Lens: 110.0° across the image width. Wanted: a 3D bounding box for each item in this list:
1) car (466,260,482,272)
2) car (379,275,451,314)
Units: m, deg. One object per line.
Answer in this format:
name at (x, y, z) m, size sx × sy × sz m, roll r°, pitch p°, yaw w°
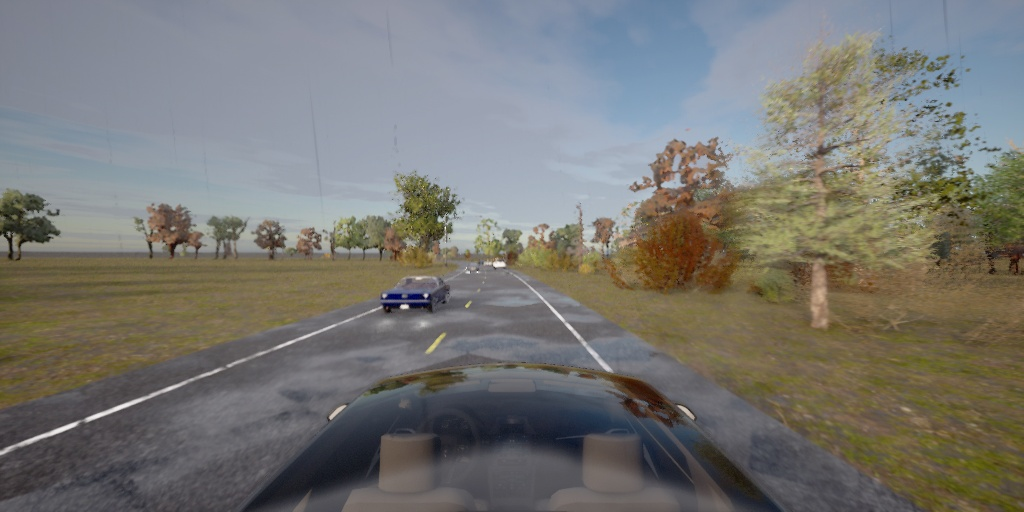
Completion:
car at (-5.968, 1.712, 55.841) m, size 1.812 × 1.442 × 4.674 m, roll 0°, pitch 0°, yaw -5°
car at (-3.762, 1.476, 14.629) m, size 1.895 × 1.301 × 4.718 m, roll 0°, pitch -1°, yaw -1°
